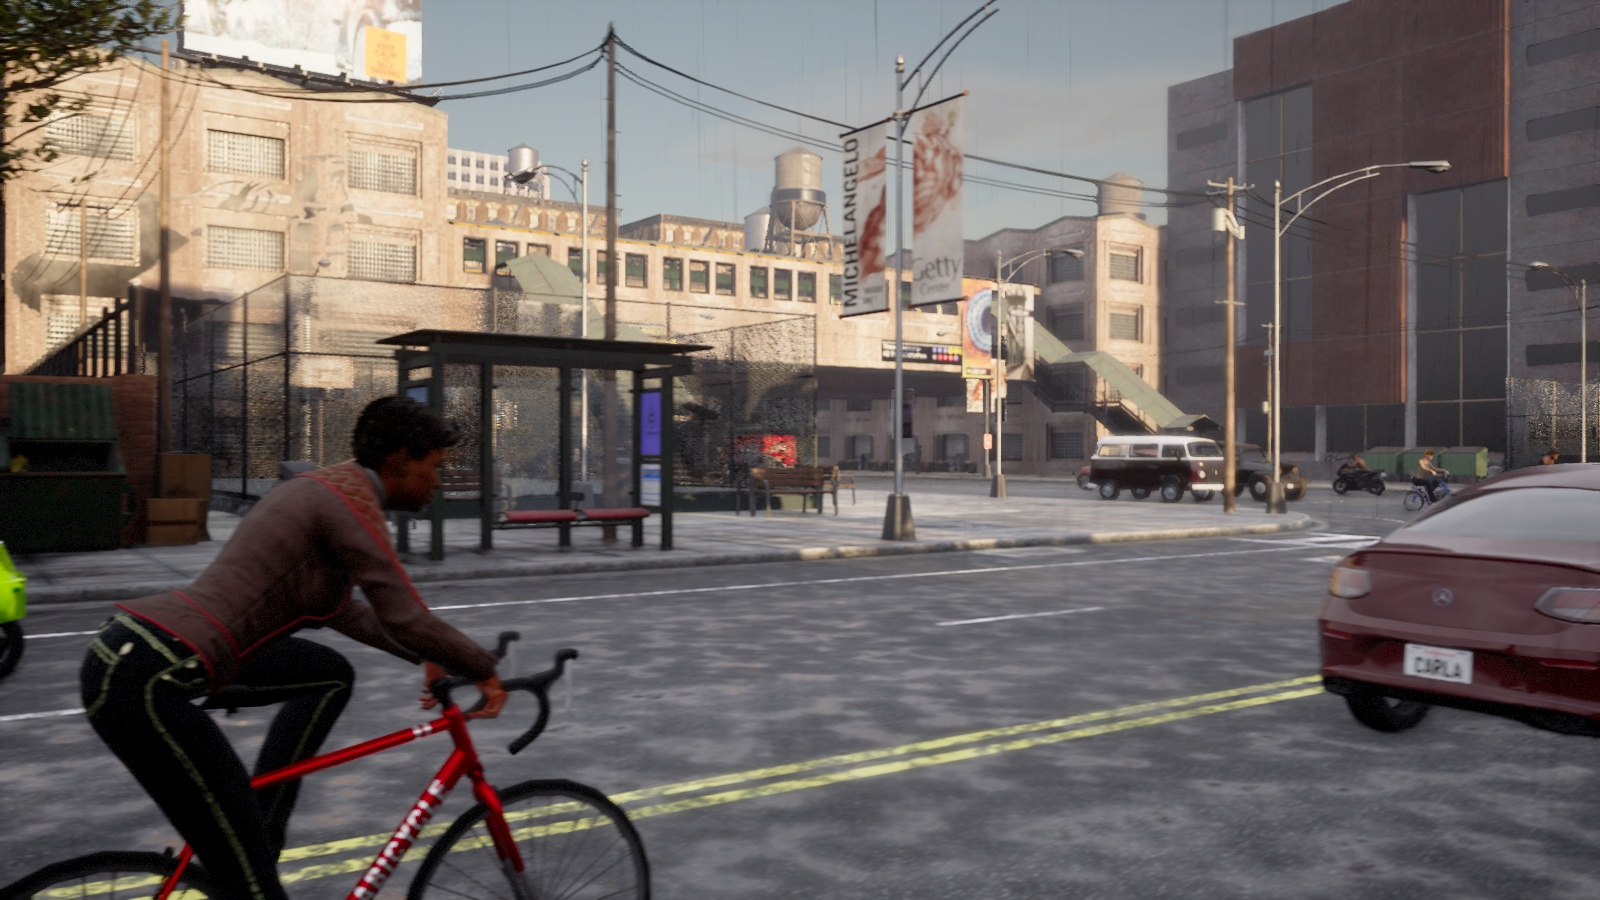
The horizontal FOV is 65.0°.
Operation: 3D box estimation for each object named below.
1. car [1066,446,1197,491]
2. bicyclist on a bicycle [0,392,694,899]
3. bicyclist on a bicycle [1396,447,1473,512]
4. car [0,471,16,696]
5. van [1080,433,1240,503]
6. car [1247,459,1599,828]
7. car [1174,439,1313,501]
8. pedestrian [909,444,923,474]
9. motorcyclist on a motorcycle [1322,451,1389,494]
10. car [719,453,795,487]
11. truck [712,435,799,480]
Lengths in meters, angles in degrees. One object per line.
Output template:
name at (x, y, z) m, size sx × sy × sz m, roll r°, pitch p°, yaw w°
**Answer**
car at (12.843, 0.677, 48.920) m, size 2.242 × 1.667 × 4.611 m, roll 0°, pitch 0°, yaw -34°
bicyclist on a bicycle at (-1.099, 0.706, 2.812) m, size 1.656 × 1.620 × 0.582 m, roll 0°, pitch 0°, yaw -37°
bicyclist on a bicycle at (16.063, 0.724, 31.839) m, size 0.866 × 1.612 × 1.509 m, roll 0°, pitch 0°, yaw -34°
car at (-6.212, 0.830, 7.808) m, size 2.207 × 1.376 × 1.481 m, roll 0°, pitch 0°, yaw -34°
van at (11.119, 0.537, 39.049) m, size 2.069 × 2.038 × 4.480 m, roll 0°, pitch 0°, yaw -34°
car at (4.674, 0.778, 6.904) m, size 4.674 × 1.442 × 1.812 m, roll 0°, pitch 0°, yaw -35°
car at (14.286, 0.604, 40.616) m, size 1.905 × 1.878 × 3.866 m, roll 0°, pitch 1°, yaw -35°
pedestrian at (7.170, 0.567, 77.908) m, size 0.694 × 1.848 × 0.540 m, roll 0°, pitch 0°, yaw 30°
motorcyclist on a motorcycle at (19.843, 0.792, 44.892) m, size 0.797 × 1.523 × 2.044 m, roll 0°, pitch 0°, yaw -34°
car at (-2.018, 0.897, 58.235) m, size 1.845 × 1.501 × 3.633 m, roll 0°, pitch 0°, yaw -34°
truck at (-2.603, 0.428, 71.580) m, size 2.627 × 2.467 × 5.204 m, roll 0°, pitch 0°, yaw -34°
